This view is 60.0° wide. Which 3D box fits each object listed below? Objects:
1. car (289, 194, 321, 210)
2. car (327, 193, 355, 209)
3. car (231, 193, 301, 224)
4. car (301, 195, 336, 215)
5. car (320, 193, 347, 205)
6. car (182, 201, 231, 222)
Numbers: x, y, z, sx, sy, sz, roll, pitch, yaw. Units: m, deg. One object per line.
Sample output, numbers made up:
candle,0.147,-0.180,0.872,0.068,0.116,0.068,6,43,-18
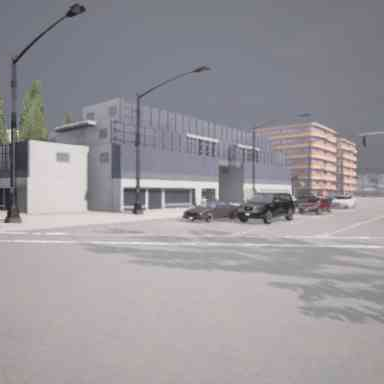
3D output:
car,13.109,1.109,38.472,1.837,1.490,4.892,1,2,40
car,17.210,1.105,37.934,1.812,1.442,4.674,1,2,40
car,5.373,1.067,23.615,2.150,2.045,5.566,1,1,40
car,11.579,1.282,31.137,1.812,1.442,4.674,1,1,40
car,19.839,0.868,46.569,2.033,1.411,5.357,1,2,40
car,1.611,1.373,24.588,2.033,1.411,5.357,1,1,39
